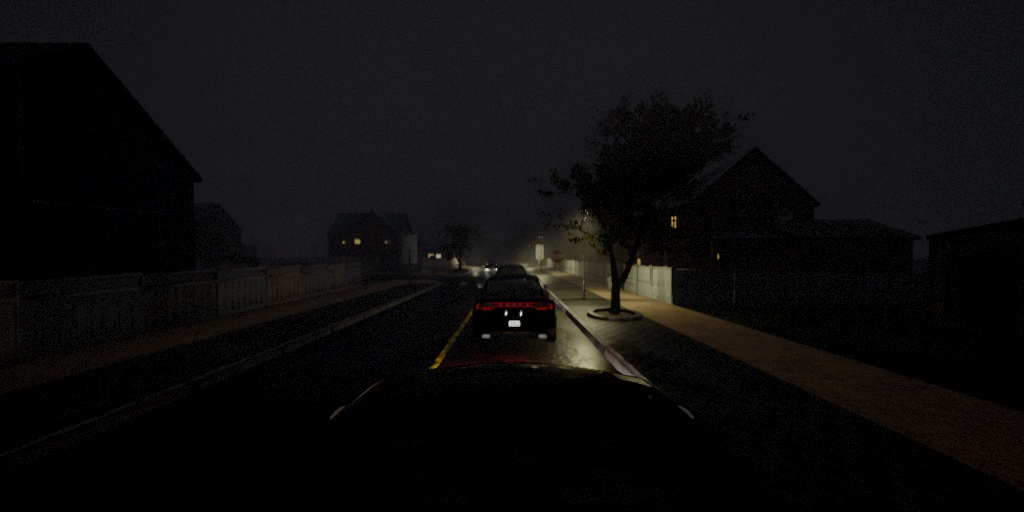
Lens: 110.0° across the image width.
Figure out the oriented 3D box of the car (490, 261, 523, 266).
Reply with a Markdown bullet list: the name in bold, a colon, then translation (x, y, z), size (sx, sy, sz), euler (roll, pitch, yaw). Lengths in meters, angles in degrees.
- **car**: translation (-0.054, 1.205, 19.106), size (1.837, 1.490, 4.892), euler (0, 0, -1)

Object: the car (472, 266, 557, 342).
- **car**: translation (0.055, 1.203, 9.697), size (1.882, 1.535, 5.008), euler (0, 0, 0)

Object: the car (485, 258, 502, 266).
- **car**: translation (-2.960, 1.158, 53.880), size (1.837, 1.490, 4.892), euler (0, 0, 0)
